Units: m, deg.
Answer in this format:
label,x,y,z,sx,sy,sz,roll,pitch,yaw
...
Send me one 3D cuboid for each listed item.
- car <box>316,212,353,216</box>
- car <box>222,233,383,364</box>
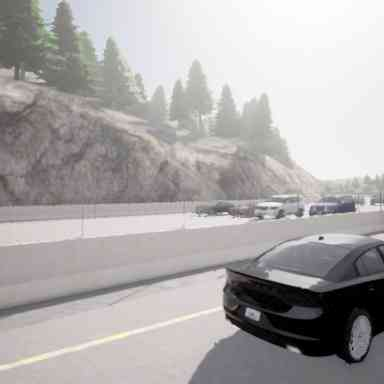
label,x,y,z,sx,sy,sz,roll,pitch,yaw
car,11.933,1.291,27.997,2.150,2.045,5.566,0,0,45
car,2.781,1.493,5.975,5.008,1.535,1.882,0,0,-37
